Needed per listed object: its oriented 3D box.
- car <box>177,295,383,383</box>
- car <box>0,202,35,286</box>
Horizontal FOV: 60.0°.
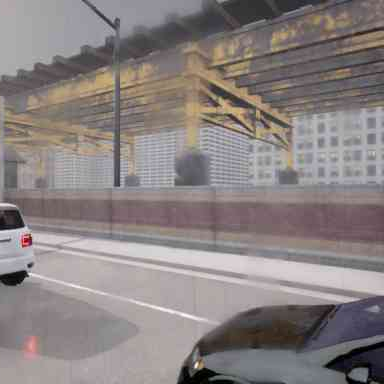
[{"bbox_3d":[1.913,1.576,2.637,4.181,1.385,1.994,0,0,35],"label":"car"},{"bbox_3d":[-6.186,1.246,8.314,5.566,2.045,2.150,0,0,36],"label":"car"}]
